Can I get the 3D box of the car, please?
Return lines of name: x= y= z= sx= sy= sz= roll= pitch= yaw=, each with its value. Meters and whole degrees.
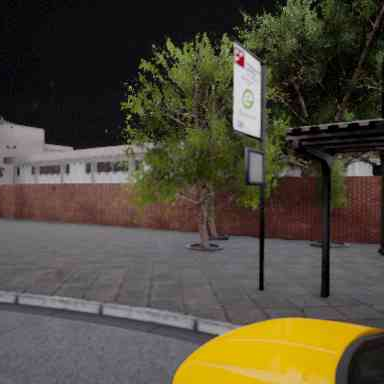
car: x=2.126 y=1.477 z=1.721 sx=5.008 sy=1.535 sz=1.882 roll=0 pitch=0 yaw=34
